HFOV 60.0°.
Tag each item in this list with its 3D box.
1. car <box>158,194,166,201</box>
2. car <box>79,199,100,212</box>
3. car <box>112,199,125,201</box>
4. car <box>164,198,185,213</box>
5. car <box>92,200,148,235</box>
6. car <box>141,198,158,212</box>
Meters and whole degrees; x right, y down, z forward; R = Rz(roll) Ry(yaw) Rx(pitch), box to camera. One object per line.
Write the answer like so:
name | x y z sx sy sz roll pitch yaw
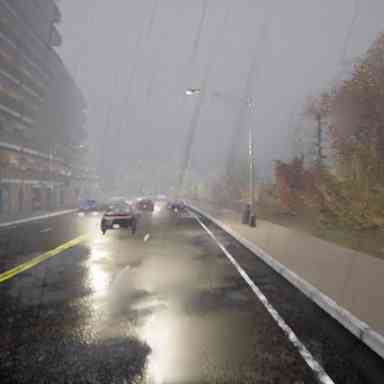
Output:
car | -7.218 1.320 79.283 1.812 1.442 4.674 -1 0 -10
car | -12.161 1.606 40.024 1.812 1.442 4.674 -1 0 -5
car | -8.893 1.562 40.019 2.033 1.411 5.357 -1 0 -5
car | -1.799 1.495 35.447 1.895 1.301 4.718 -1 0 -5
car | -3.949 1.496 19.149 2.128 1.511 4.902 -1 0 -3
car | -5.274 1.516 37.938 1.994 1.385 4.181 -1 0 -5
